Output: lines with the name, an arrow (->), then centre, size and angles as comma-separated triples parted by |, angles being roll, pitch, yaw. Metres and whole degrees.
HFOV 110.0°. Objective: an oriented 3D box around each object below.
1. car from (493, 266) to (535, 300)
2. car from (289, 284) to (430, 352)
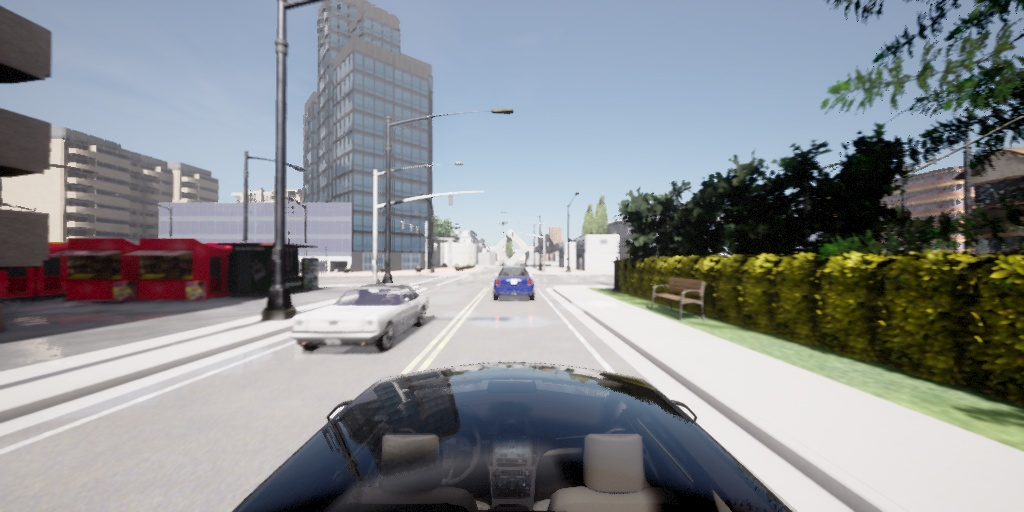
car -> 0.095, 1.333, 19.649 | 2.097, 1.767, 4.553 | 0, -1, 0
car -> -3.587, 1.450, 9.421 | 1.895, 1.301, 4.718 | 0, -1, 0
